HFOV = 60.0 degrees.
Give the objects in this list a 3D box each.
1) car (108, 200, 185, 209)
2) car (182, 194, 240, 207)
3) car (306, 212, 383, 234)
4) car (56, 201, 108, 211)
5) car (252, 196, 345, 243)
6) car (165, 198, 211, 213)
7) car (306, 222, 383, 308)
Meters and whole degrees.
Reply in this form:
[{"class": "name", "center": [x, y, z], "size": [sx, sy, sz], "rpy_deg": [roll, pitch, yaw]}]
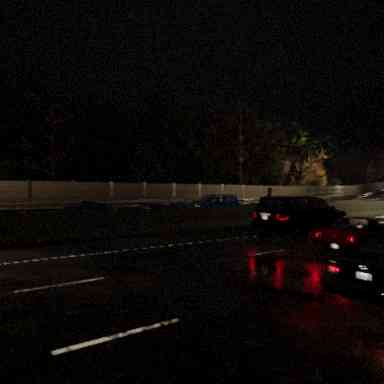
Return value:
[{"class": "car", "center": [-3.110, 1.522, 23.260], "size": [4.674, 1.442, 1.812], "rpy_deg": [0, 0, -35]}, {"class": "car", "center": [2.035, 1.219, 31.223], "size": [5.566, 2.045, 2.150], "rpy_deg": [0, 0, -36]}, {"class": "car", "center": [6.791, 1.597, 12.884], "size": [4.718, 1.301, 1.895], "rpy_deg": [0, 0, -35]}, {"class": "car", "center": [-8.881, 1.522, 27.744], "size": [4.674, 1.442, 1.812], "rpy_deg": [0, 0, -35]}, {"class": "car", "center": [5.392, 1.217, 16.187], "size": [5.566, 2.045, 2.150], "rpy_deg": [0, 0, -35]}, {"class": "car", "center": [-0.450, 1.491, 38.037], "size": [4.902, 1.511, 2.128], "rpy_deg": [0, 0, -35]}, {"class": "car", "center": [5.107, 1.544, 7.386], "size": [5.357, 1.411, 2.033], "rpy_deg": [0, 0, -35]}]
